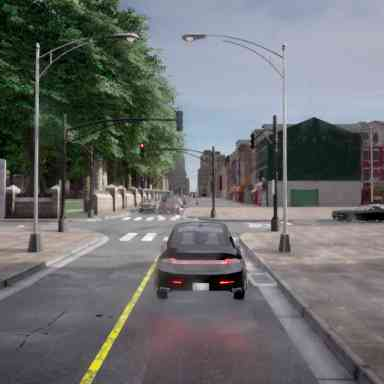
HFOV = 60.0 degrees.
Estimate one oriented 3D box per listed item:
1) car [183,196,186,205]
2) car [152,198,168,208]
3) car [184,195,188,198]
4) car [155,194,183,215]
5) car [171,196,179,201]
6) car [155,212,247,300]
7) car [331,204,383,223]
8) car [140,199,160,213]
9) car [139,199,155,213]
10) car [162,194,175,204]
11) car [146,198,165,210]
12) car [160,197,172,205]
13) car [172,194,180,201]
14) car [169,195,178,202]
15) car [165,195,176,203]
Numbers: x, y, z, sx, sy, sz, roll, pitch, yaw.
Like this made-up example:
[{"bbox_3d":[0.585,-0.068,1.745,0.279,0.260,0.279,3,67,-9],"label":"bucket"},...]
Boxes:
[{"bbox_3d":[-2.253,1.577,48.068,1.812,1.442,4.674,0,0,0],"label":"car"},{"bbox_3d":[-4.775,1.621,50.016,1.947,1.339,4.313,1,0,0],"label":"car"},{"bbox_3d":[-2.121,1.581,62.712,2.128,1.511,4.902,0,0,1],"label":"car"},{"bbox_3d":[-2.310,1.380,34.750,2.097,1.767,4.553,0,0,-1],"label":"car"},{"bbox_3d":[-4.514,1.727,87.997,1.752,1.417,4.829,1,0,0],"label":"car"},{"bbox_3d":[0.213,1.495,8.419,2.128,1.511,4.902,0,0,1],"label":"car"},{"bbox_3d":[12.581,1.538,23.836,4.718,1.301,1.895,-1,-1,1],"label":"car"},{"bbox_3d":[-4.899,1.560,39.405,1.752,1.417,4.829,1,0,0],"label":"car"},{"bbox_3d":[-4.889,1.583,37.431,2.008,1.369,4.403,1,0,0],"label":"car"},{"bbox_3d":[-4.658,1.418,66.367,2.192,1.841,5.009,1,0,0],"label":"car"},{"bbox_3d":[-4.813,1.595,44.566,2.008,1.369,4.403,1,0,0],"label":"car"},{"bbox_3d":[-4.701,1.666,60.916,1.802,1.307,4.206,1,0,0],"label":"car"},{"bbox_3d":[-4.471,1.548,93.619,2.192,1.841,5.009,1,0,0],"label":"car"},{"bbox_3d":[-4.548,1.614,82.717,1.967,1.590,4.097,1,0,0],"label":"car"},{"bbox_3d":[-4.623,1.564,71.817,1.967,1.590,4.097,1,0,0],"label":"car"}]
